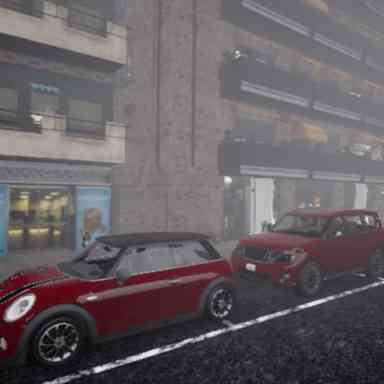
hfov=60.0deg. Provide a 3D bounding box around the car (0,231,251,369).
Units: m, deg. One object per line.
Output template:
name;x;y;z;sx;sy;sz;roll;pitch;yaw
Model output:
car;-1.208;1.466;5.698;4.097;1.590;1.967;1;0;-36

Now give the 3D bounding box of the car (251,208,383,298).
car;3.380;1.402;8.974;5.009;1.841;2.192;1;0;-36
